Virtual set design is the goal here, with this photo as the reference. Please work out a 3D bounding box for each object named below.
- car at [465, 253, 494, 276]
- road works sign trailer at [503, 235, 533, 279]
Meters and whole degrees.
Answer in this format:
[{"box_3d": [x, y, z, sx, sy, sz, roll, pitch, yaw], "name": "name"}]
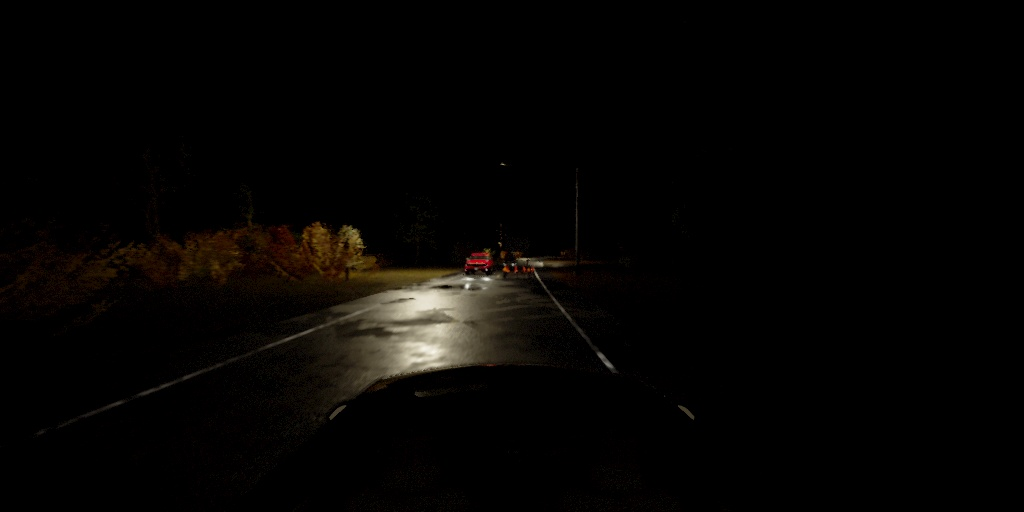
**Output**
[{"box_3d": [-2.986, 0.765, 33.656, 2.150, 2.045, 5.566, 0, 0, 3], "name": "car"}, {"box_3d": [0.442, 0.034, 30.402, 2.380, 3.560, 2.880, 0, 0, 2], "name": "road works sign trailer"}]
